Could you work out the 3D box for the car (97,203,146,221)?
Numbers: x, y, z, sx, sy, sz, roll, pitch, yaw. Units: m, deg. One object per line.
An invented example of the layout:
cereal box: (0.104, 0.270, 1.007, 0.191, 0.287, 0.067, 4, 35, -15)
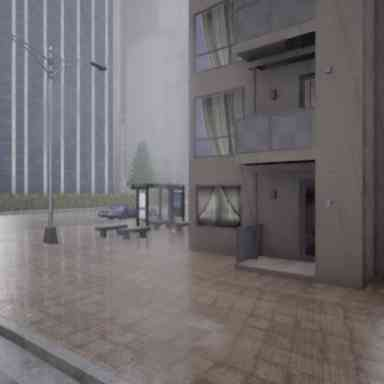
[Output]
car: (-5.238, 1.589, 27.861, 2.033, 1.411, 5.357, 0, 0, 39)
